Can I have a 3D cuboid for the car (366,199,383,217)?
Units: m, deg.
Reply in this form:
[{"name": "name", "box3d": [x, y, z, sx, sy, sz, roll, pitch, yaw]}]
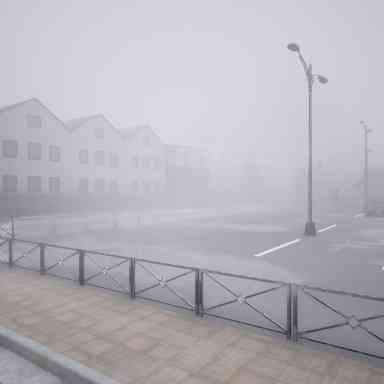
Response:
[{"name": "car", "box3d": [15.327, 1.298, 26.875, 2.007, 1.523, 4.514, 0, 0, 35]}]
